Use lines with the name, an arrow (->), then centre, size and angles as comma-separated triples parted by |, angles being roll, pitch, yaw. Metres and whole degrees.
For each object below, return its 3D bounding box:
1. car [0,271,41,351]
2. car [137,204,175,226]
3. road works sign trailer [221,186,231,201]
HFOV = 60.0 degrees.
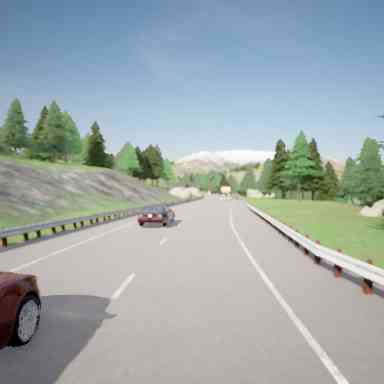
car -> -3.345, 1.468, 3.277 | 1.882, 1.535, 5.008 | 0, 0, 1
car -> -2.373, 1.518, 22.998 | 2.033, 1.411, 5.357 | 0, 0, 5
road works sign trailer -> 8.422, 0.386, 82.785 | 2.380, 3.560, 2.880 | 0, 0, 6
